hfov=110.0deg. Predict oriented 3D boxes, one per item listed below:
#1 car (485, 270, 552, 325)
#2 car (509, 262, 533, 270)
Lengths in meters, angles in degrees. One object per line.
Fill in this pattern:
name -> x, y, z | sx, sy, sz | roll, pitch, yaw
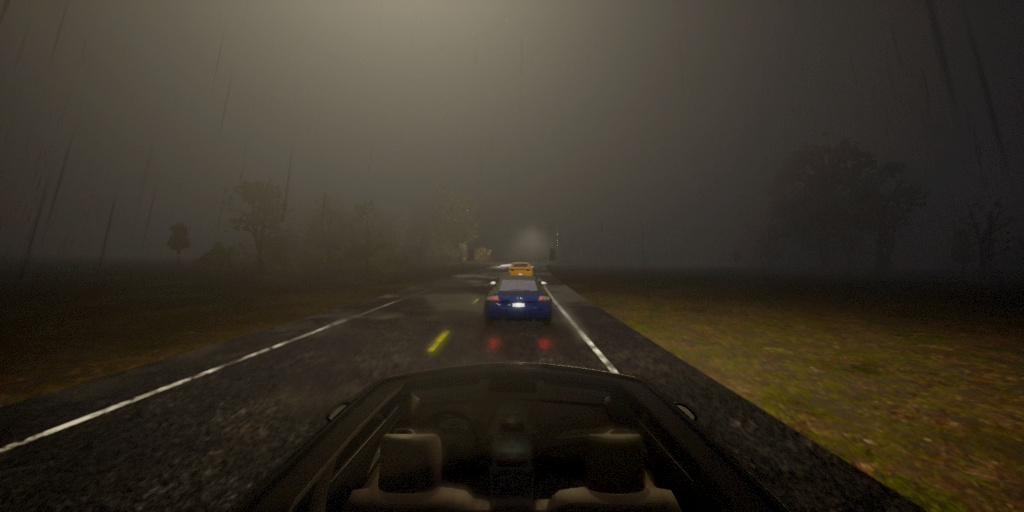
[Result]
car -> 0.214, 1.316, 11.855 | 1.994, 1.385, 4.181 | 0, 0, 1
car -> 0.727, 1.234, 29.463 | 1.882, 1.535, 5.008 | 0, 0, 2
